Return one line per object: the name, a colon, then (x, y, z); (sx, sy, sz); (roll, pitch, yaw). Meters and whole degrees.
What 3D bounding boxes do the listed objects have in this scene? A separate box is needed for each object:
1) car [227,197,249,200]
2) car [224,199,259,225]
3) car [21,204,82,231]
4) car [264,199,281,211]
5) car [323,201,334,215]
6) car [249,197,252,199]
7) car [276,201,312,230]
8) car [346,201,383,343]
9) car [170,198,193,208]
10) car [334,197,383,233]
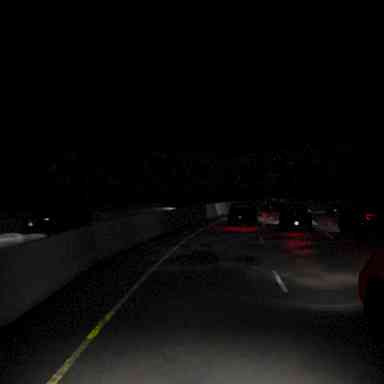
car: (5.993, 1.605, 48.305); (2.033, 1.411, 5.357); (0, 0, 29)
car: (3.844, 1.510, 24.585); (1.882, 1.535, 5.008); (0, 0, 15)
car: (-8.209, 1.486, 20.350); (2.128, 1.511, 4.902); (0, 0, 12)
car: (10.110, 1.555, 40.679); (2.128, 1.511, 4.902); (0, 0, 26)
car: (14.608, 1.595, 33.911); (1.812, 1.442, 4.674); (0, 0, 23)
car: (9.814, 1.627, 60.714); (2.033, 1.411, 5.357); (0, 0, 36)
car: (6.597, 1.542, 21.478); (1.837, 1.490, 4.892); (0, 0, 14)
car: (3.791, 1.235, 3.246); (2.150, 2.045, 5.566); (0, 0, 3)
car: (-1.564, 1.601, 48.994); (1.994, 1.385, 4.181); (0, 0, 28)
car: (8.990, 1.261, 16.550); (2.150, 2.045, 5.566); (0, 0, 11)
